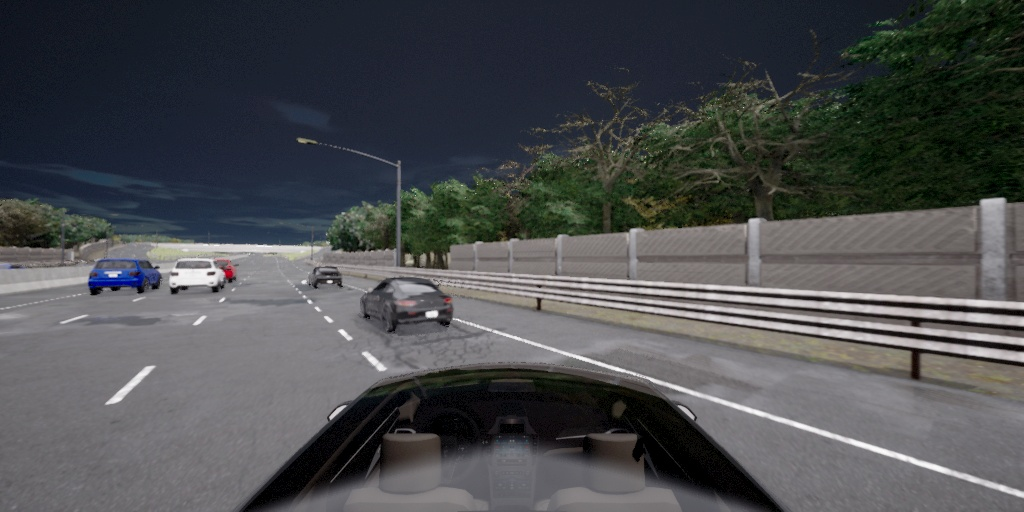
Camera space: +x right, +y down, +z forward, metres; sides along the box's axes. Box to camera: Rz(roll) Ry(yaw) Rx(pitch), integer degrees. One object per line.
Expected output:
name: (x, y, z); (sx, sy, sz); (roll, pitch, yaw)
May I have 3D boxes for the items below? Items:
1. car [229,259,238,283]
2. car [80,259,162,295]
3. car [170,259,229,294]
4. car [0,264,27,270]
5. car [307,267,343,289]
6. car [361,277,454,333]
car: (-25.768, 1.294, 31.629); (2.150, 2.045, 5.566); (1, -1, -34)
car: (-23.322, 1.185, 21.810); (2.150, 2.045, 5.566); (1, -1, -34)
car: (-19.527, 1.197, 22.463); (2.150, 2.045, 5.566); (1, -1, -34)
car: (-48.986, 1.551, 34.375); (1.882, 1.535, 5.008); (0, -1, -34)
car: (-13.831, 1.532, 26.527); (1.837, 1.490, 4.892); (0, -1, -34)
car: (-3.401, 1.388, 11.317); (1.812, 1.442, 4.674); (1, -1, -35)
